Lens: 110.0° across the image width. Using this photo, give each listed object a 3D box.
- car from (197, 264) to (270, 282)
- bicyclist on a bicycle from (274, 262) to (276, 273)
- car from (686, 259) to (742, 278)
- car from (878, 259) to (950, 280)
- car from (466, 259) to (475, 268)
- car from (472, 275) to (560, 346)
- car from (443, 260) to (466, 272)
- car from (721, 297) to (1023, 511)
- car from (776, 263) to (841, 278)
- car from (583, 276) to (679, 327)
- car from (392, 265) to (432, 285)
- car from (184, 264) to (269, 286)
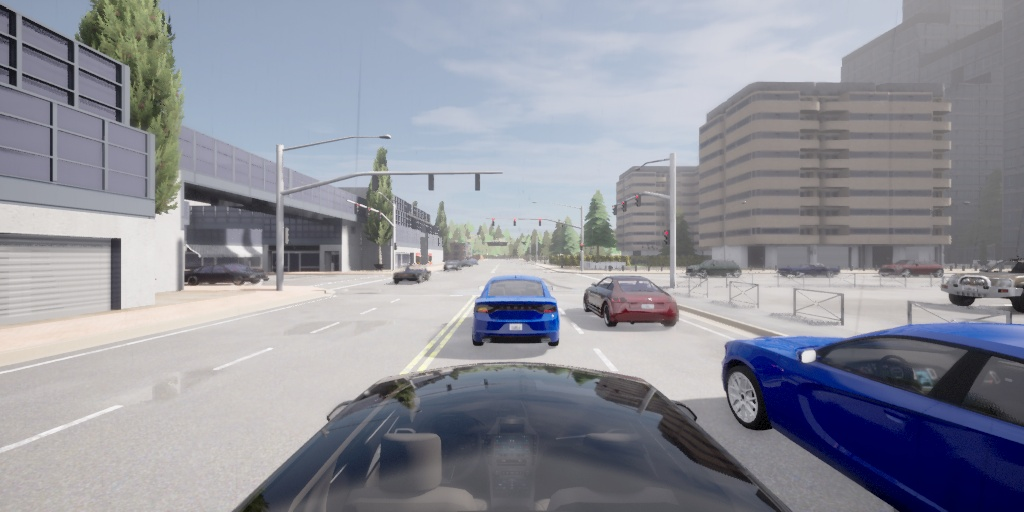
[{"bbox_3d":[-21.815,1.314,28.218,4.181,1.385,1.994,0,0,-1],"label":"car"},{"bbox_3d":[-25.833,1.053,39.649,0.582,1.620,1.656,0,0,-1],"label":"bicyclist on a bicycle"},{"bbox_3d":[18.692,1.102,33.391,4.553,1.767,2.097,0,0,-1],"label":"car"},{"bbox_3d":[37.476,1.102,33.760,4.553,1.767,2.097,0,0,-1],"label":"car"},{"bbox_3d":[-8.049,1.314,61.999,1.994,1.385,4.181,0,0,-1],"label":"car"},{"bbox_3d":[0.096,1.228,9.429,1.882,1.535,5.008,0,0,0],"label":"car"},{"bbox_3d":[-7.834,1.240,47.304,2.128,1.511,4.902,0,0,0],"label":"car"},{"bbox_3d":[3.603,1.228,2.576,1.882,1.535,5.008,0,0,0],"label":"car"},{"bbox_3d":[27.679,1.351,33.575,4.718,1.301,1.895,0,0,-1],"label":"car"},{"bbox_3d":[3.604,1.314,11.560,1.994,1.385,4.181,0,0,0],"label":"car"},{"bbox_3d":[-7.286,1.351,26.502,1.895,1.301,4.718,0,0,-1],"label":"car"},{"bbox_3d":[-19.935,1.297,24.744,5.357,1.411,2.033,0,0,-1],"label":"car"}]
